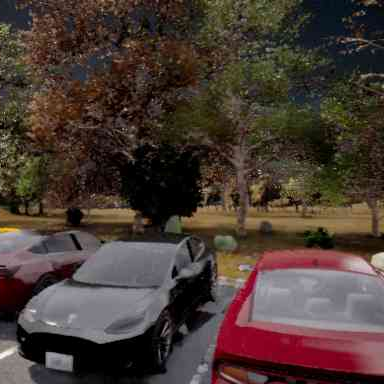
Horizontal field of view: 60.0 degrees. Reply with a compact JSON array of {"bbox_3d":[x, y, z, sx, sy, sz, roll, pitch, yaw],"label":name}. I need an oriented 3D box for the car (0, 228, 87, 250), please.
[{"bbox_3d":[-3.214,1.599,7.903,2.163,1.488,4.792,-1,-1,17],"label":"car"}]

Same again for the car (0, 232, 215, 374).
[{"bbox_3d":[-0.834,1.564,6.087,2.163,1.488,4.792,0,-1,16],"label":"car"}]

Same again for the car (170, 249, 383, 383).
[{"bbox_3d":[1.565,1.501,4.379,2.097,1.535,5.008,-1,-1,16],"label":"car"}]
